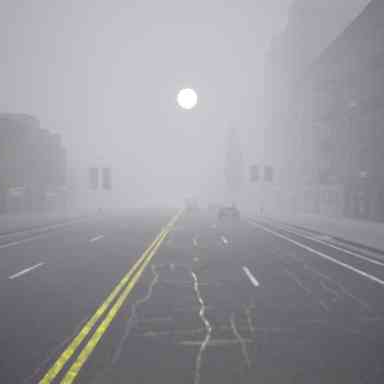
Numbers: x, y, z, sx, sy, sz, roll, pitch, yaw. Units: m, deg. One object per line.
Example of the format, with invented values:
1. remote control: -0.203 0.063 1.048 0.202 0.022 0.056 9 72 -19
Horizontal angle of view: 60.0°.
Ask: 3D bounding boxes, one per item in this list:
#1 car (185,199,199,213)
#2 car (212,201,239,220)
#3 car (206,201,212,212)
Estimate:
1. car: 0.051 2.137 46.878 2.033 1.411 5.357 0 -1 0
2. car: 3.304 1.807 31.387 2.128 1.511 4.902 0 -1 0
3. car: 3.203 2.128 49.161 2.128 1.511 4.902 0 -1 0
